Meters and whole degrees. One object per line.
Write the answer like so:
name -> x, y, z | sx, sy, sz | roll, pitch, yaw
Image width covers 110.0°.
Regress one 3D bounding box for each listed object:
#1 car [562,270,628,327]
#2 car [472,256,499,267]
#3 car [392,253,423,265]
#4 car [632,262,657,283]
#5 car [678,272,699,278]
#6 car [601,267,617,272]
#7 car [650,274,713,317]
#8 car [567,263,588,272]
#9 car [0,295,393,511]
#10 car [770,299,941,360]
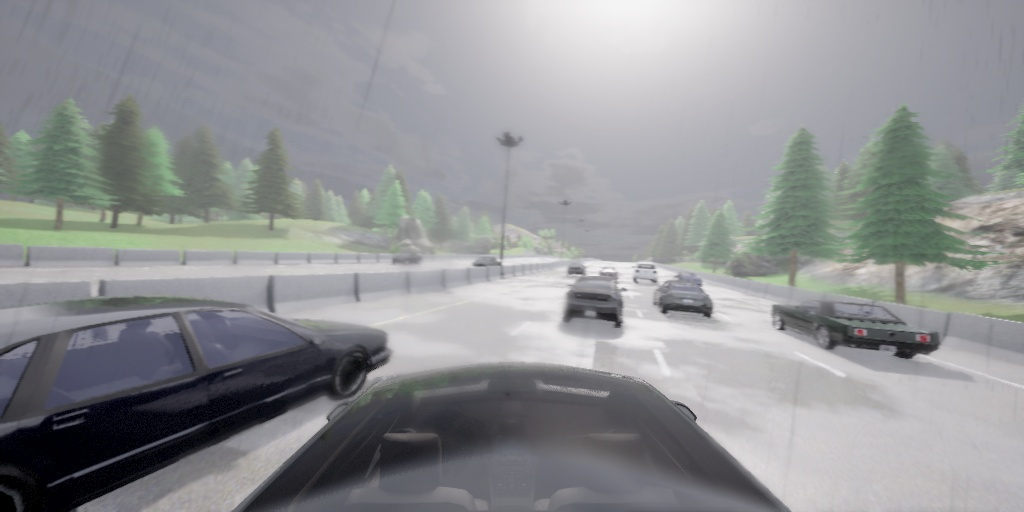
car -> 2.985, 1.470, 12.828 | 1.837, 1.490, 4.892 | 3, 0, 16
car -> -3.078, 0.815, 42.482 | 2.097, 1.767, 4.553 | 3, 1, 16
car -> -13.168, 0.351, 45.355 | 1.882, 1.535, 5.008 | 3, 1, 16
car -> 13.571, 1.680, 36.777 | 2.150, 2.045, 5.566 | 3, 1, 16
car -> 16.119, 2.185, 33.081 | 2.033, 1.411, 5.357 | 3, 1, 16
car -> 9.285, 1.783, 34.607 | 2.033, 1.411, 5.357 | 3, 1, 16
car -> 7.609, 1.801, 16.255 | 1.994, 1.385, 4.181 | 3, 0, 16
car -> 7.387, 1.574, 40.603 | 1.837, 1.490, 4.892 | 3, 1, 16
car -> -3.389, 1.098, 3.365 | 2.033, 1.411, 5.357 | 3, 0, 16
car -> 9.641, 1.960, 10.708 | 1.895, 1.301, 4.718 | 3, 0, 16
